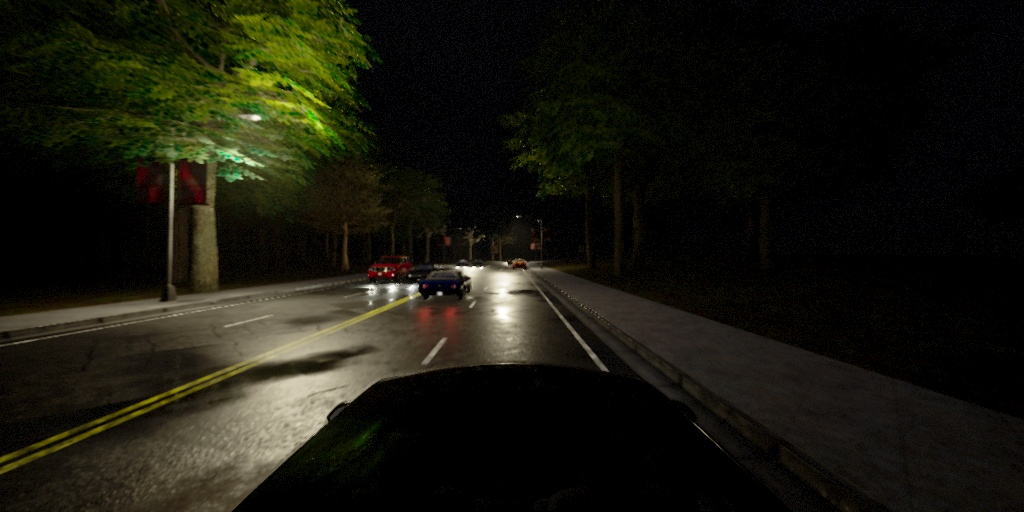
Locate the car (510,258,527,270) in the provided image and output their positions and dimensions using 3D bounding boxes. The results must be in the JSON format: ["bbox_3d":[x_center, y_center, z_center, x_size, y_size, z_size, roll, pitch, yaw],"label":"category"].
[{"bbox_3d":[1.132,1.137,53.317,2.097,1.767,4.553,0,0,0],"label":"car"}]

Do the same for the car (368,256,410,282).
[{"bbox_3d":[-9.850,0.985,29.483,2.150,2.045,5.566,0,0,0],"label":"car"}]

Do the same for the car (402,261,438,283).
[{"bbox_3d":[-6.602,1.311,28.067,2.033,1.411,5.357,0,0,0],"label":"car"}]

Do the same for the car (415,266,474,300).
[{"bbox_3d":[-3.152,1.360,17.862,1.895,1.301,4.718,0,0,0],"label":"car"}]
